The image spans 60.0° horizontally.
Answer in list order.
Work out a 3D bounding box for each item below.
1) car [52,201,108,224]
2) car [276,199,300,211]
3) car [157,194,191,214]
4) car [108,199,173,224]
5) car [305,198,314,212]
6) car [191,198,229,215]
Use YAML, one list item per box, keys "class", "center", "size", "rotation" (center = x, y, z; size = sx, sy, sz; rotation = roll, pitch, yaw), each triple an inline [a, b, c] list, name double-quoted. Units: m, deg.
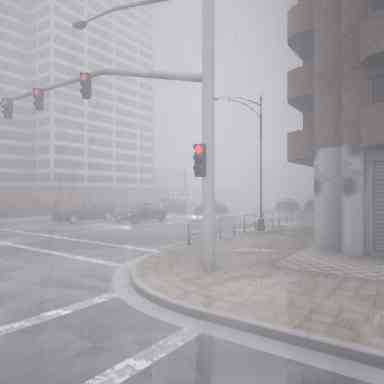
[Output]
- class: "car"
  center: [-8.070, 1.478, 25.175]
  size: [1.882, 1.535, 5.008]
  rotation: [0, 0, 35]
- class: "car"
  center: [11.704, 1.526, 40.670]
  size: [1.812, 1.442, 4.674]
  rotation: [0, 0, 35]
- class: "car"
  center: [-2.489, 1.352, 33.040]
  size: [2.097, 1.767, 4.553]
  rotation: [0, 0, 35]
- class: "car"
  center: [-3.769, 1.526, 25.160]
  size: [1.812, 1.442, 4.674]
  rotation: [0, 0, 35]
- class: "car"
  center: [14.536, 1.505, 38.582]
  size: [1.837, 1.490, 4.892]
  rotation: [0, 0, 35]
- class: "car"
  center: [1.933, 1.564, 33.209]
  size: [1.994, 1.385, 4.181]
  rotation: [0, 0, 36]
